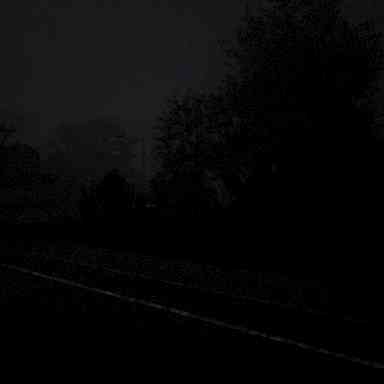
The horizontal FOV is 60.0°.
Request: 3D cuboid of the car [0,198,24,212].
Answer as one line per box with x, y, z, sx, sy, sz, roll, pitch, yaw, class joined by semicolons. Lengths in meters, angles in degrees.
-19.997;1.327;34.716;1.812;1.442;4.674;0;0;32;car
